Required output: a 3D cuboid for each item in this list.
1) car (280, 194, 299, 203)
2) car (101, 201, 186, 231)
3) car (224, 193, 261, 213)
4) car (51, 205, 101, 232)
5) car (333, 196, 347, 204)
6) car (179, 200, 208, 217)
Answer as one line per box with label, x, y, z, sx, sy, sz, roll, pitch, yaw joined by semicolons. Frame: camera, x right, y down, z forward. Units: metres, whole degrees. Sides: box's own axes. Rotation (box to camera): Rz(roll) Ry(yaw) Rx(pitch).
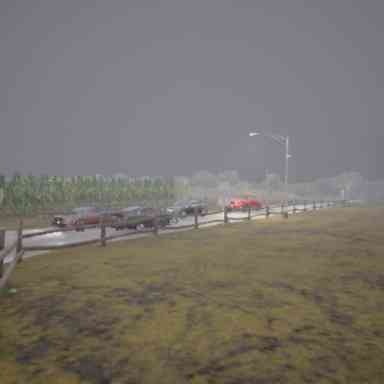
car;14.656;1.067;49.405;1.837;1.490;4.892;2;1;35
car;-2.758;1.519;20.073;1.837;1.490;4.892;2;1;36
car;5.770;1.137;37.063;2.150;2.045;5.566;2;1;36
car;-6.282;1.499;20.146;1.994;1.385;4.181;2;1;35
car;28.577;1.571;64.248;2.128;1.511;4.902;2;1;35
car;-0.500;1.415;28.261;2.128;1.511;4.902;2;1;35
